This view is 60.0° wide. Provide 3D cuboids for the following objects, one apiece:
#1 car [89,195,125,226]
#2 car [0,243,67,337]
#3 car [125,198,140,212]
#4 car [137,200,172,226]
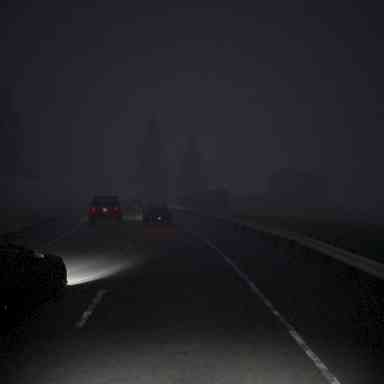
[{"bbox_3d":[-6.091,1.243,23.827,2.150,2.045,5.566,0,0,-12],"label":"car"},{"bbox_3d":[-3.720,1.575,5.812,1.994,1.385,4.181,0,0,-3],"label":"car"},{"bbox_3d":[-7.181,1.506,40.364,1.882,1.535,5.008,0,0,-19],"label":"car"},{"bbox_3d":[-2.565,1.503,23.848,2.128,1.511,4.902,0,0,-11],"label":"car"}]
